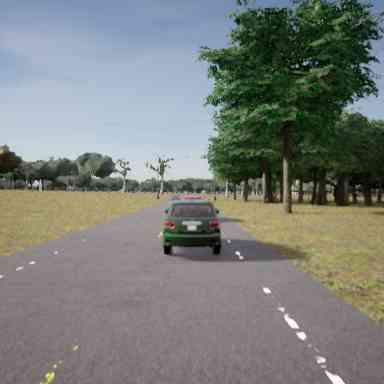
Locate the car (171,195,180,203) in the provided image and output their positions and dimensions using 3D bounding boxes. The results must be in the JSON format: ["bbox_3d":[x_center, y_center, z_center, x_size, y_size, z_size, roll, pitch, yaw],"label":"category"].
[{"bbox_3d":[-3.478,1.450,70.989,1.837,1.490,4.892,0,1,0],"label":"car"}]

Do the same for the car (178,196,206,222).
[{"bbox_3d":[0.010,1.373,29.017,2.150,2.045,5.566,0,0,0],"label":"car"}]

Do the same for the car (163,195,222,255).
[{"bbox_3d":[0.005,1.317,14.015,2.150,2.045,5.566,0,0,0],"label":"car"}]
